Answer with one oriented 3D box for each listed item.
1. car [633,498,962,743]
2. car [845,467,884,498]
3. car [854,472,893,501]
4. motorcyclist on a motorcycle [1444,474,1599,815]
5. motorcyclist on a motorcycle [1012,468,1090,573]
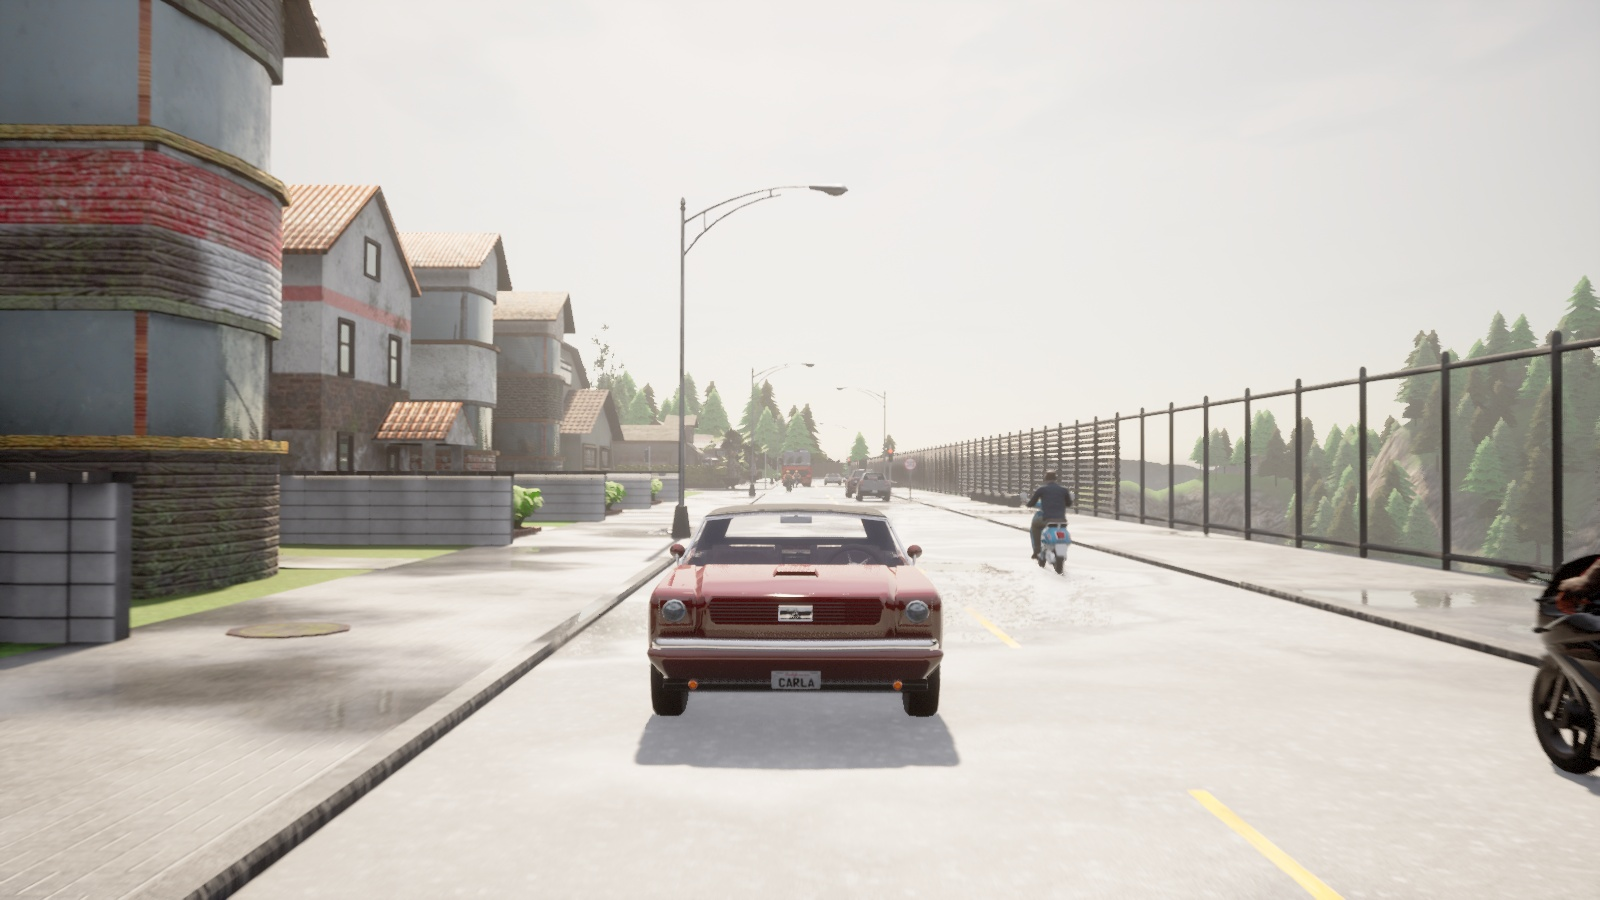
[{"bbox_3d":[-0.023,1.076,9.618,1.895,1.301,4.718,0,-1,0],"label":"car"},{"bbox_3d":[3.818,1.913,75.006,2.097,1.767,4.553,0,-1,0],"label":"car"},{"bbox_3d":[3.839,1.925,66.429,1.845,1.501,3.633,0,-1,0],"label":"car"},{"bbox_3d":[3.985,0.881,5.954,0.797,1.523,2.044,0,-1,0],"label":"motorcyclist on a motorcycle"},{"bbox_3d":[3.951,1.086,19.932,0.866,1.590,1.817,0,-1,0],"label":"motorcyclist on a motorcycle"}]
